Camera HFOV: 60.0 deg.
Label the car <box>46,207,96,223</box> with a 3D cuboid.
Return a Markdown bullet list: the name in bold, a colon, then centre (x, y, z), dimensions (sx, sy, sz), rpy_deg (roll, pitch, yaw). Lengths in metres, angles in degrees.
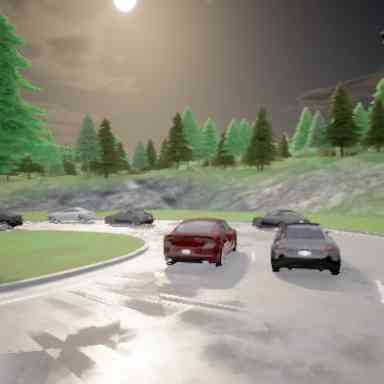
- **car**: centre (-11.879, 2.259, 32.666), dimensions (4.674, 1.442, 1.812), rpy_deg (-1, -1, 1)

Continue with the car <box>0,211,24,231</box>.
- **car**: centre (-15.524, 2.134, 25.108), dimensions (5.008, 1.535, 1.882), rpy_deg (-1, -2, -14)

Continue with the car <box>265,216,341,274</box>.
- **car**: centre (3.718, 1.709, 11.213), dimensions (1.994, 1.385, 4.181), rpy_deg (-1, -1, 16)

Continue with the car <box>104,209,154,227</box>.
- **car**: centre (-5.285, 2.124, 28.007), dimensions (4.181, 1.385, 1.994), rpy_deg (-1, -1, 24)

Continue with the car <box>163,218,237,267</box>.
- **car**: centre (0.489, 1.690, 12.432), dimensions (1.882, 1.535, 5.008), rpy_deg (0, -1, 16)

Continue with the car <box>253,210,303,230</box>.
- **car**: centre (5.850, 1.865, 22.127), dimensions (1.994, 1.385, 4.181), rpy_deg (0, -1, -23)
